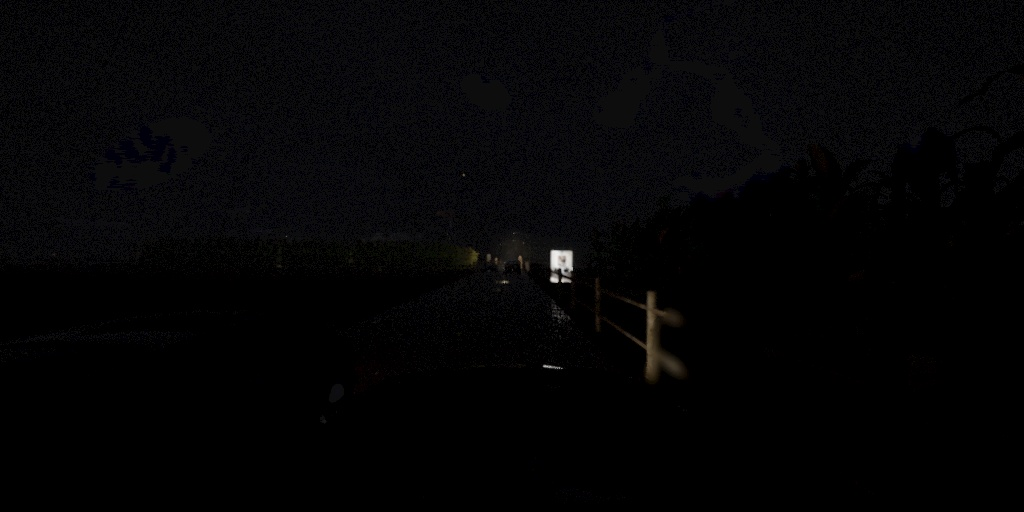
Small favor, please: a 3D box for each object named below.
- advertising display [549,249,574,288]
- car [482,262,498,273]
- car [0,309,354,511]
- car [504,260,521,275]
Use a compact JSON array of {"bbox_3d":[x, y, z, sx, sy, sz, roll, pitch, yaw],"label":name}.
[{"bbox_3d":[3.127,0.791,22.992,1.540,2.440,0.280,0,0,0],"label":"advertising display"},{"bbox_3d":[-2.819,1.483,46.545,2.033,1.411,5.357,0,-1,0],"label":"car"},{"bbox_3d":[-2.849,1.255,2.539,1.837,1.490,4.892,0,0,0],"label":"car"},{"bbox_3d":[0.078,1.377,42.064,2.128,1.511,4.902,0,-1,0],"label":"car"}]
